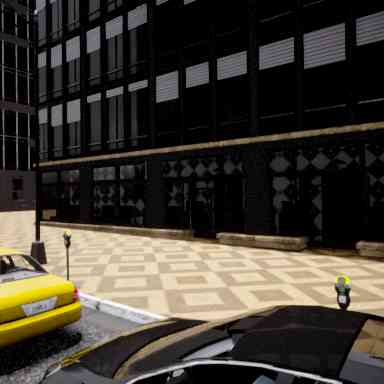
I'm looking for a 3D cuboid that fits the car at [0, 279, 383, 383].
[{"bbox_3d":[0.683,1.566,2.359,4.313,1.339,1.947,0,-1,36],"label":"car"}]

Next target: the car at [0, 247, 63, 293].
[{"bbox_3d":[-3.951,1.527,5.874,4.829,1.417,1.752,0,-1,36],"label":"car"}]
